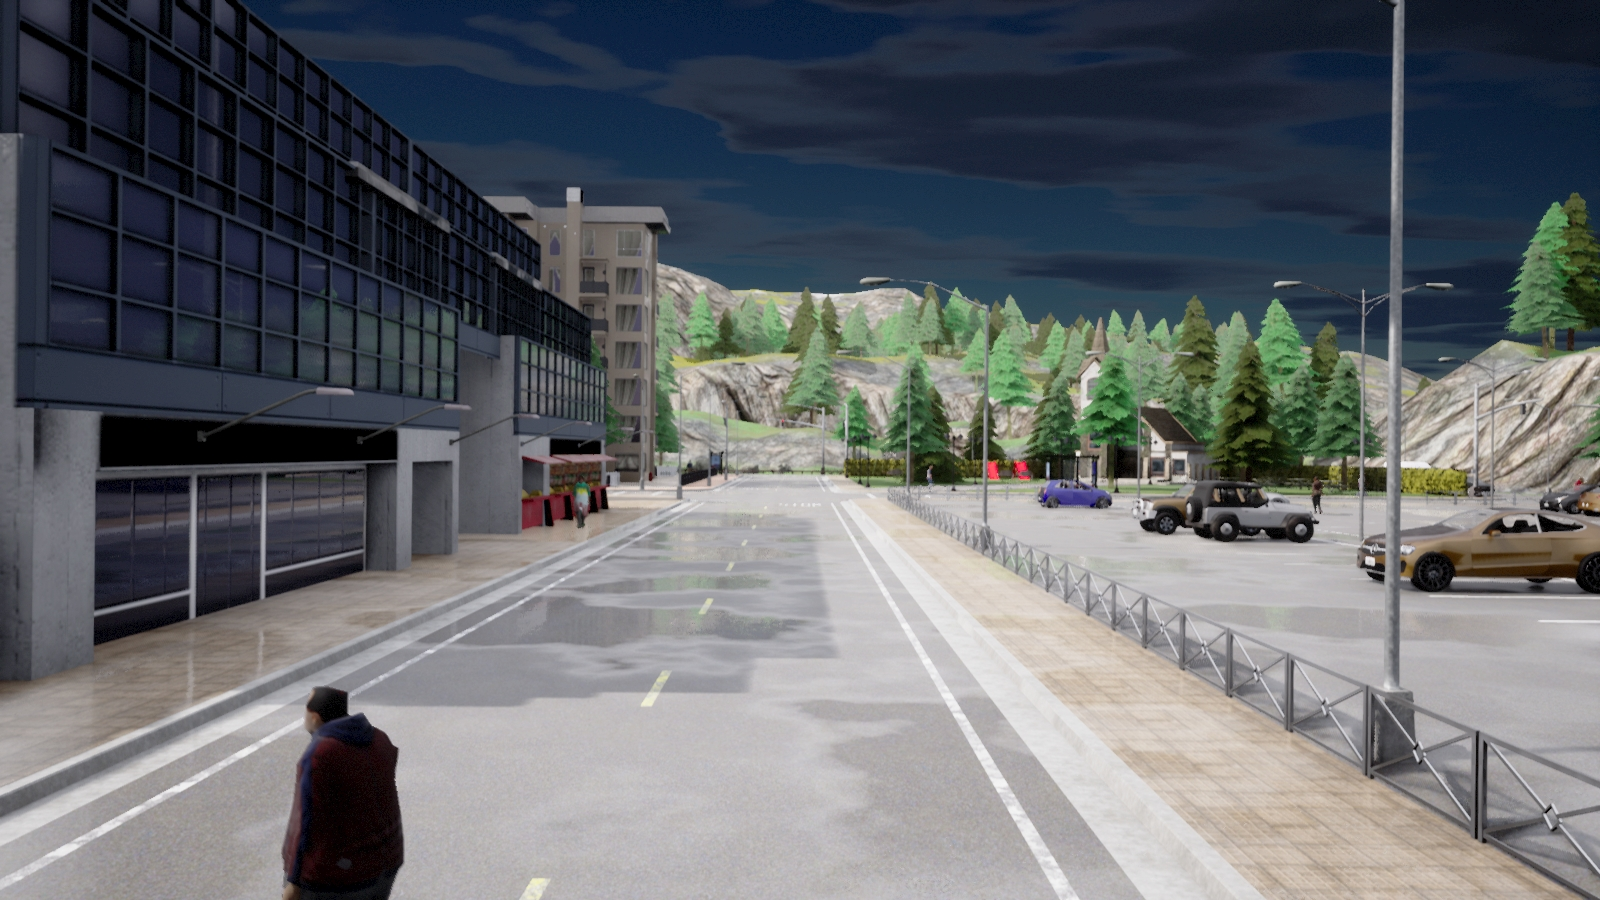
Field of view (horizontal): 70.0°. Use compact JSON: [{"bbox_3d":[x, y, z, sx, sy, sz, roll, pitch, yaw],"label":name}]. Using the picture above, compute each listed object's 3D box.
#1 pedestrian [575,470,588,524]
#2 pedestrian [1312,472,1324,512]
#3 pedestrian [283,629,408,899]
[{"bbox_3d":[-7.510,1.614,39.271,0.375,1.860,0.375,1,0,-2],"label":"pedestrian"},{"bbox_3d":[24.347,1.981,53.697,0.375,1.860,0.375,1,0,-7],"label":"pedestrian"},{"bbox_3d":[-2.121,1.807,5.333,0.375,1.860,0.375,1,0,22],"label":"pedestrian"}]
